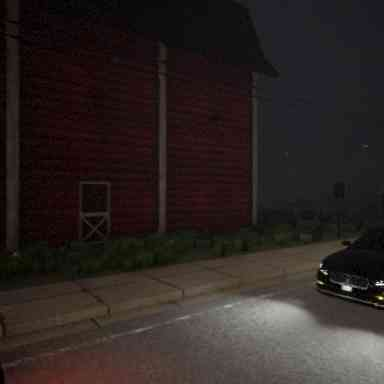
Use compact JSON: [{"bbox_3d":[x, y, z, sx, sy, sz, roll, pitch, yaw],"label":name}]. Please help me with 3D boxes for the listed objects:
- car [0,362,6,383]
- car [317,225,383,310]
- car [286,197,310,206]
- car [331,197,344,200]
[{"bbox_3d":[-3.639,1.476,1.371,5.008,1.535,1.882,0,0,-36],"label":"car"},{"bbox_3d":[4.783,1.513,7.453,4.892,1.490,1.837,1,0,-36],"label":"car"},{"bbox_3d":[15.569,1.539,48.998,4.193,1.474,1.816,0,0,-36],"label":"car"},{"bbox_3d":[25.197,1.564,57.615,3.905,1.438,1.784,0,0,-36],"label":"car"}]
